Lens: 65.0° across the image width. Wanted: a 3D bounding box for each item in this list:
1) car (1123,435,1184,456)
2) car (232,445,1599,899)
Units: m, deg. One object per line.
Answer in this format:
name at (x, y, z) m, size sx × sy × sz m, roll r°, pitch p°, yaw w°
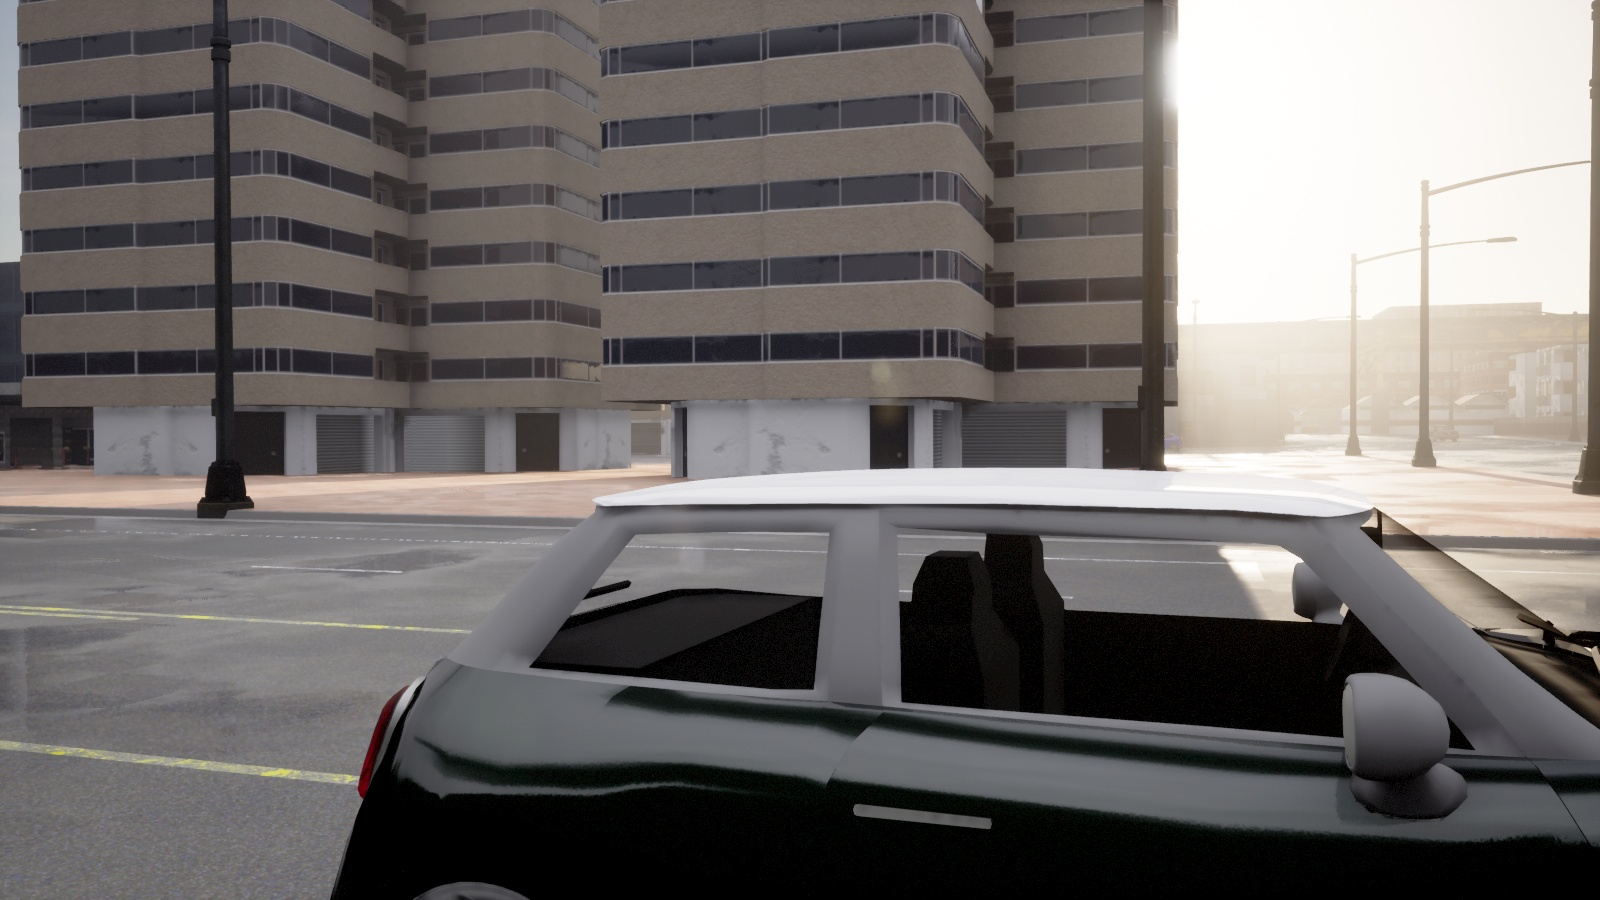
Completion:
car at (25.533, -0.351, 90.707) m, size 4.193 × 1.474 × 1.816 m, roll 0°, pitch 1°, yaw 17°
car at (0.941, 0.749, 2.925) m, size 3.806 × 1.475 × 1.970 m, roll 1°, pitch 1°, yaw 19°
